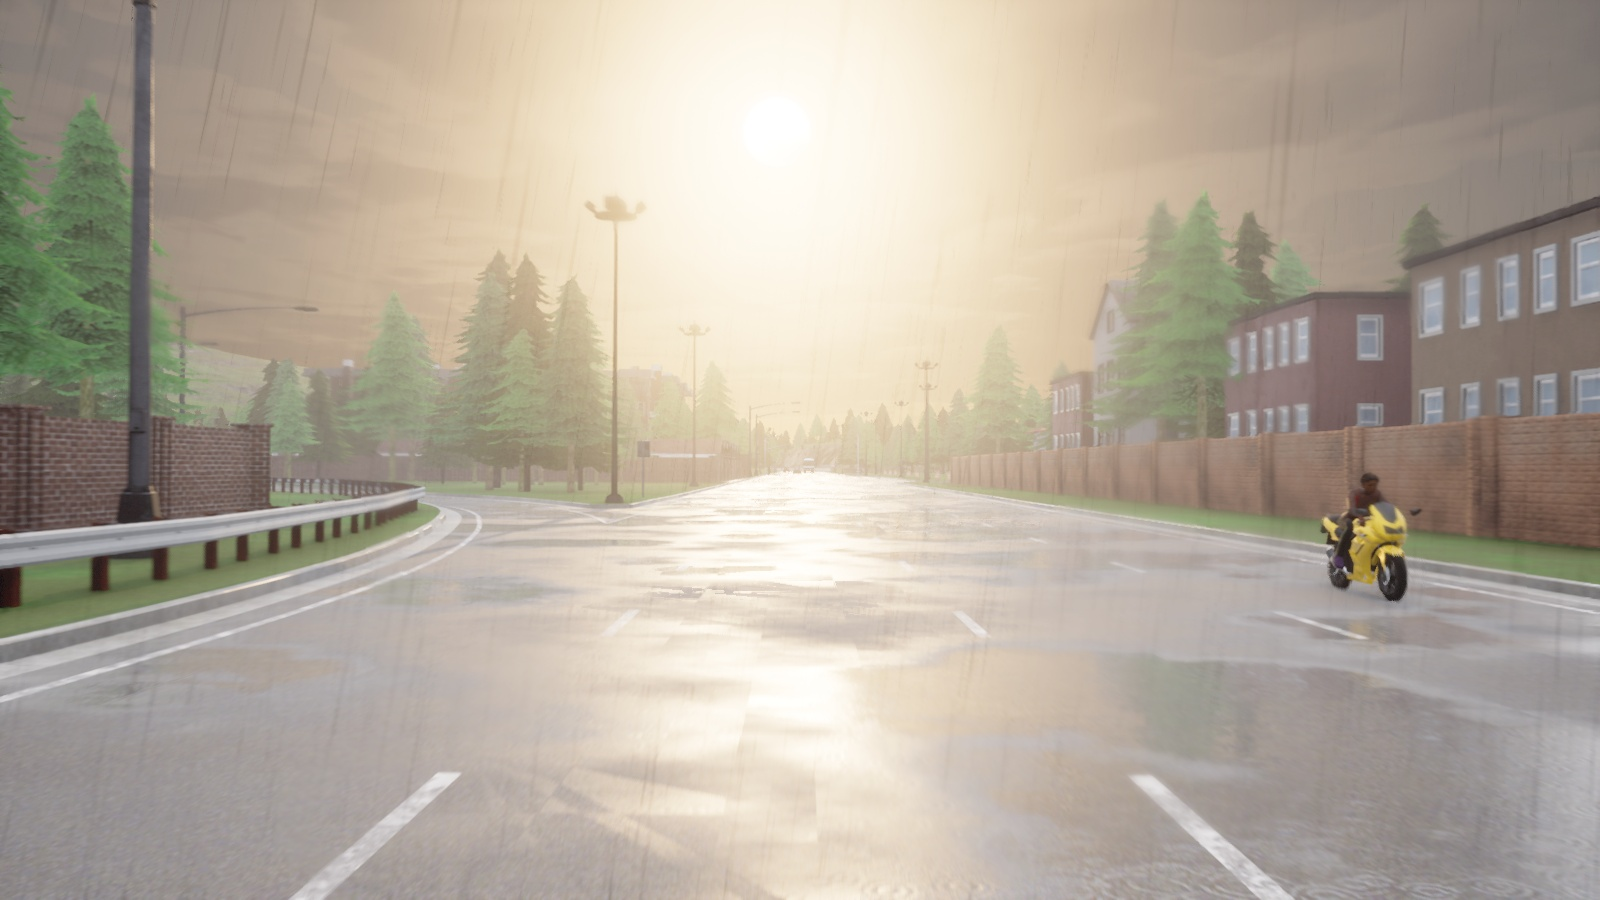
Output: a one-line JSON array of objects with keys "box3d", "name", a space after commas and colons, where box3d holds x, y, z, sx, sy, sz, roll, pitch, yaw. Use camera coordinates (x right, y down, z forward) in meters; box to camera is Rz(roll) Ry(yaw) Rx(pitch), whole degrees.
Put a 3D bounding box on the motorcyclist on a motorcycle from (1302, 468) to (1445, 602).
[{"box3d": [6.963, 0.981, 15.371, 0.797, 1.523, 2.044, 0, -1, 0], "name": "motorcyclist on a motorcycle"}]
